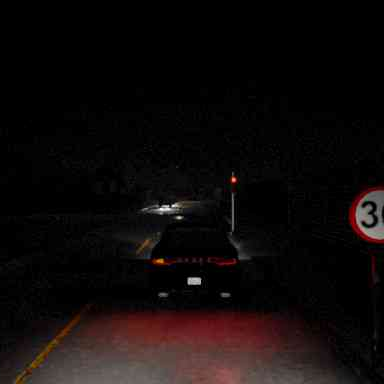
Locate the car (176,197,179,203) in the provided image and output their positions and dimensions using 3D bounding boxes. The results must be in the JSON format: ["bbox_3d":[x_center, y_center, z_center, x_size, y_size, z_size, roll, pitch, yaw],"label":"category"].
[{"bbox_3d":[-3.956,1.490,60.353,2.128,1.511,4.902,0,0,0],"label":"car"}]

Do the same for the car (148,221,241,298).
[{"bbox_3d":[0.068,1.477,8.554,1.882,1.535,5.008,0,0,1],"label":"car"}]

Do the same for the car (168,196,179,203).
[{"bbox_3d":[-3.864,1.594,70.404,1.895,1.301,4.718,0,0,0],"label":"car"}]

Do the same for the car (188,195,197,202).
[{"bbox_3d":[0.138,1.337,71.329,1.812,1.442,4.674,0,0,0],"label":"car"}]

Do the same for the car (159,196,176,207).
[{"bbox_3d":[-3.997,1.490,50.872,2.128,1.511,4.902,0,0,0],"label":"car"}]
